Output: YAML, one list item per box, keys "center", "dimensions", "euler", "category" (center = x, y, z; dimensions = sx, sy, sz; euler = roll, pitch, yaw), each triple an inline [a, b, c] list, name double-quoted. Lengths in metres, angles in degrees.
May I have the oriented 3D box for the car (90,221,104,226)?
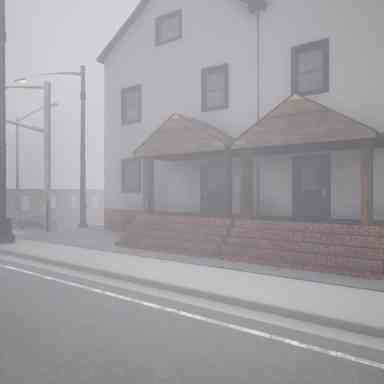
- center: [-8.950, 3.820, 36.396]
  dimensions: [2.097, 1.767, 4.553]
  euler: [0, -12, 35]
  category: "car"

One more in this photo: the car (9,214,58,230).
- center: [-14.051, 2.655, 29.306]
  dimensions: [1.994, 1.385, 4.181]
  euler: [0, -9, 36]
  category: "car"
